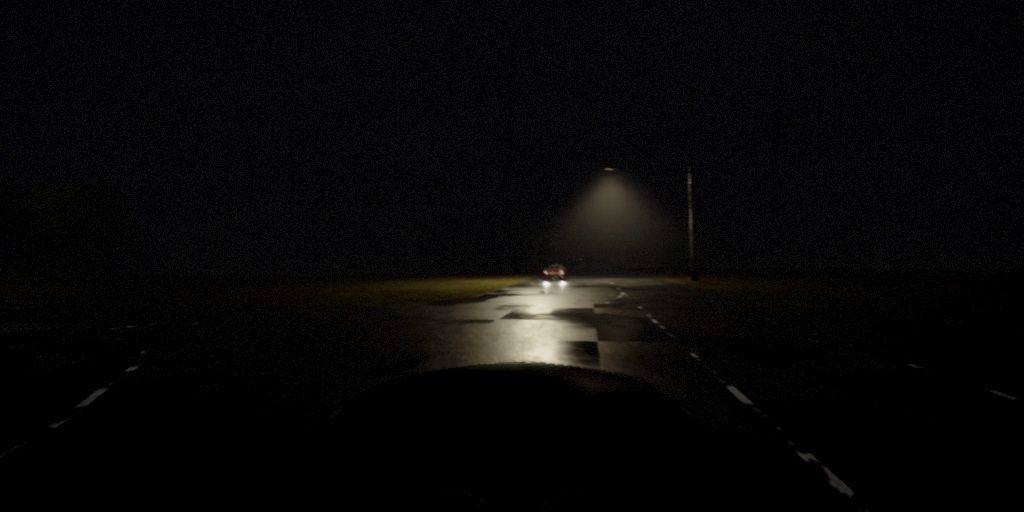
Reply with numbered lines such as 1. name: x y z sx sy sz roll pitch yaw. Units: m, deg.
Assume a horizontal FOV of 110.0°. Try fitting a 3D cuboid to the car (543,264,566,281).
1. car: 4.421 1.630 36.717 2.097 1.767 4.553 -2 -1 12
